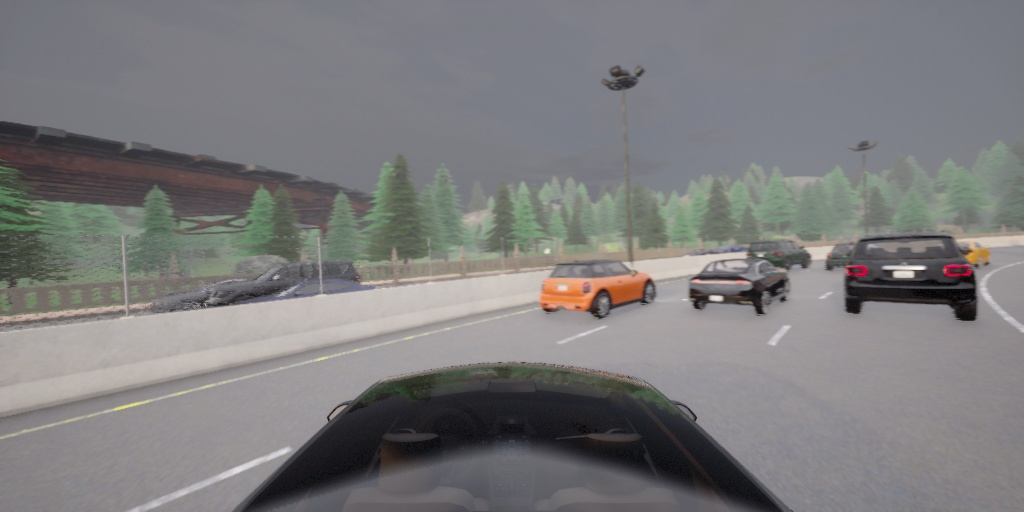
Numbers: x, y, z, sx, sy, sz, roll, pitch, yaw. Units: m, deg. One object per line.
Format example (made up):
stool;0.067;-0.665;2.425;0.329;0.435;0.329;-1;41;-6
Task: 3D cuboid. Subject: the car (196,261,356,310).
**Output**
car;-9.163;1.309;14.917;2.150;2.045;5.566;-3;0;42

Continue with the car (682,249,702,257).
car;22.433;-0.109;42.871;4.902;1.511;2.128;-3;0;-26

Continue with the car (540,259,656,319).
car;2.992;0.880;12.048;2.097;1.767;4.553;-2;1;45

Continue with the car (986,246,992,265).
car;25.615;-0.144;20.576;5.008;1.535;1.882;-3;0;-30

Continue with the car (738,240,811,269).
car;17.866;-0.055;24.054;5.566;2.045;2.150;-3;0;-33

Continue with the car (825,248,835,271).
car;21.187;-0.068;21.954;4.553;1.767;2.097;-3;1;-32

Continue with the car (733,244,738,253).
car;25.439;-0.594;36.556;4.902;1.511;2.128;-3;0;-26

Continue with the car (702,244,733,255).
car;23.927;-0.554;39.712;5.008;1.535;1.882;-3;0;-26

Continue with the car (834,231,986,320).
car;10.766;0.392;9.855;5.566;2.045;2.150;-3;1;-42

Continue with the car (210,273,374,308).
car;-6.909;1.527;12.113;1.812;1.442;4.674;-3;1;42

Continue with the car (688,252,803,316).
car;7.209;0.823;11.243;4.902;1.511;2.128;-3;1;-43

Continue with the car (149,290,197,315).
car;-12.741;1.743;16.029;2.128;1.511;4.902;-3;1;42
